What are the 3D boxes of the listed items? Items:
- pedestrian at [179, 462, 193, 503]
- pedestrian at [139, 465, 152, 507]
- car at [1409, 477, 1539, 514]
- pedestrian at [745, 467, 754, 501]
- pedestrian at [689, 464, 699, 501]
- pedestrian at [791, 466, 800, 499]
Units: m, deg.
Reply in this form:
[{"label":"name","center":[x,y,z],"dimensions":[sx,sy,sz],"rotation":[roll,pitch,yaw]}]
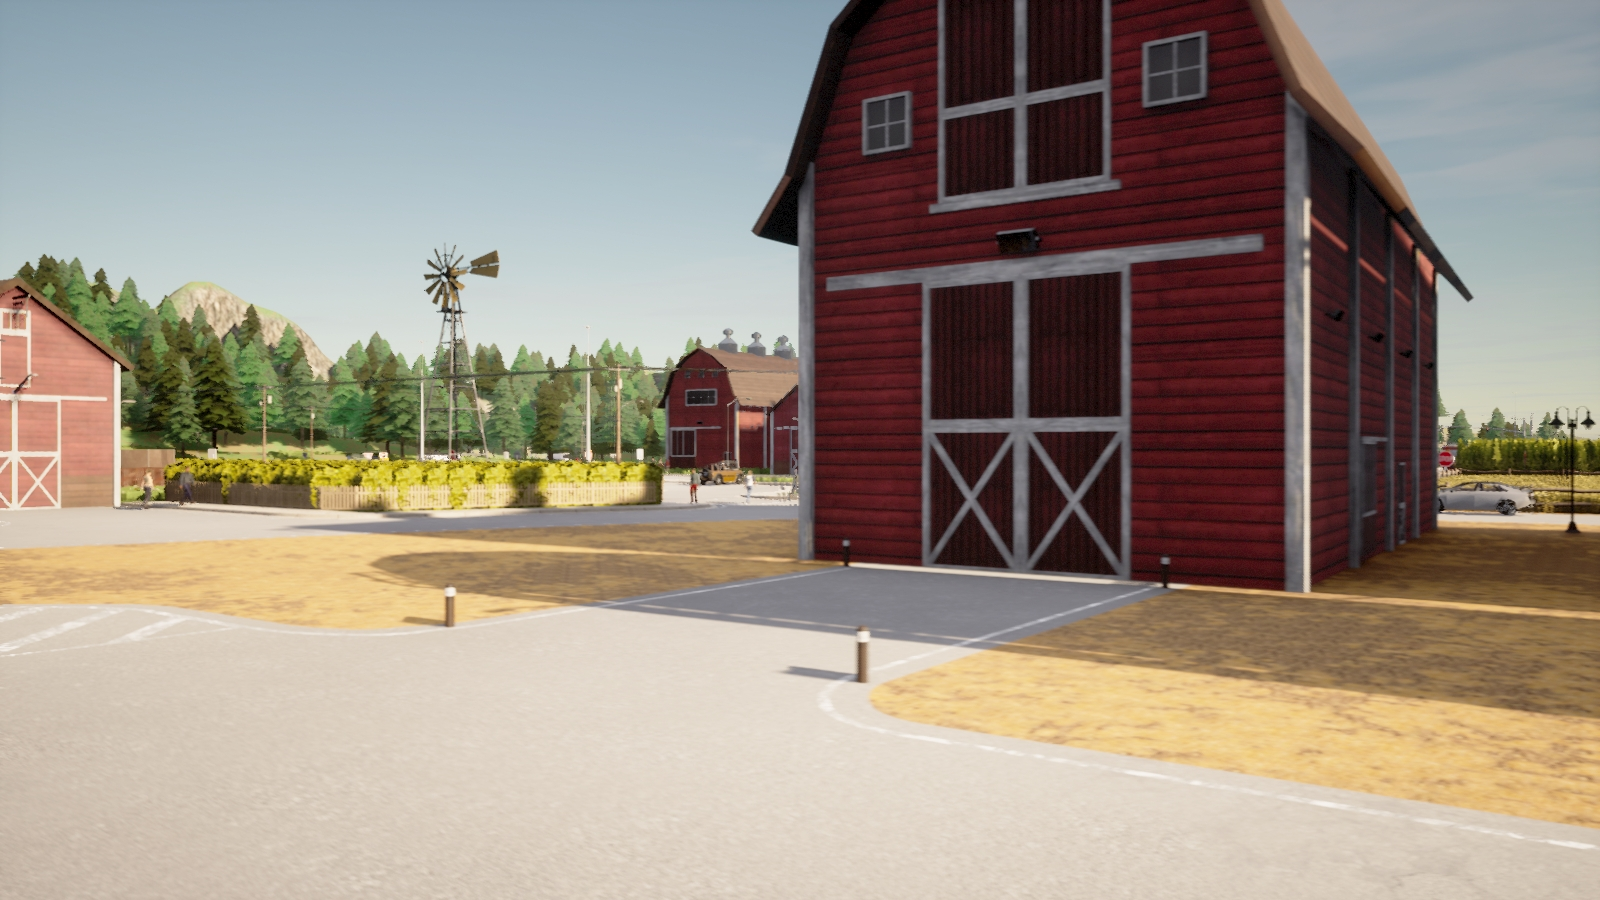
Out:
[{"label":"pedestrian","center":[-27.763,1.466,51.668],"dimensions":[0.375,1.860,0.375],"rotation":[0,0,17]},{"label":"pedestrian","center":[-29.460,1.617,51.435],"dimensions":[0.375,1.860,0.375],"rotation":[0,0,27]},{"label":"car","center":[30.777,2.048,52.247],"dimensions":[4.902,1.511,2.128],"rotation":[0,0,37]},{"label":"pedestrian","center":[-2.770,1.845,62.071],"dimensions":[0.375,1.860,0.375],"rotation":[0,0,19]},{"label":"pedestrian","center":[-5.357,1.644,57.724],"dimensions":[0.375,1.860,0.375],"rotation":[0,0,16]},{"label":"pedestrian","center":[-0.250,1.849,64.680],"dimensions":[0.375,1.860,0.375],"rotation":[0,0,-32]}]
